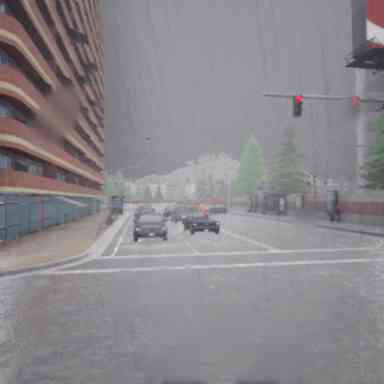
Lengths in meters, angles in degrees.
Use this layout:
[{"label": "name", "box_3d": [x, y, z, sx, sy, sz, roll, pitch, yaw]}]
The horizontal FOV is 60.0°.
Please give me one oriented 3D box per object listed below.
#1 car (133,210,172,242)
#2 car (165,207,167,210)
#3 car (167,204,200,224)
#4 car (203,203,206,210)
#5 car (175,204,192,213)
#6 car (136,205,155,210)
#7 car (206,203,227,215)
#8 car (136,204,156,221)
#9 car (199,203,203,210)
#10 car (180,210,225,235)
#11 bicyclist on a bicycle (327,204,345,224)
[{"label": "car", "box_3d": [-2.469, 2.010, 19.749, 1.812, 1.442, 4.674, 0, -1, -9]}, {"label": "car", "box_3d": [-2.537, 2.500, 43.114, 1.882, 1.535, 5.008, 0, -1, -9]}, {"label": "car", "box_3d": [-0.971, 2.264, 32.875, 2.128, 1.511, 4.902, 0, -1, -9]}, {"label": "car", "box_3d": [2.376, 2.676, 58.203, 2.097, 1.767, 4.553, 0, -1, -9]}, {"label": "car", "box_3d": [-1.612, 2.962, 60.548, 2.033, 1.411, 5.357, 0, -1, -15]}, {"label": "car", "box_3d": [-3.897, 2.200, 28.891, 2.128, 1.511, 4.902, 0, -1, -9]}, {"label": "car", "box_3d": [3.801, 2.579, 49.093, 1.882, 1.535, 5.008, 0, -1, -9]}, {"label": "car", "box_3d": [-5.387, 2.297, 38.569, 2.097, 1.767, 4.553, 0, -1, -9]}, {"label": "car", "box_3d": [-0.092, 2.688, 51.078, 1.837, 1.490, 4.892, 0, -1, -8]}, {"label": "car", "box_3d": [0.577, 2.129, 22.862, 1.895, 1.301, 4.718, 0, -1, -9]}, {"label": "bicyclist on a bicycle", "box_3d": [11.963, 1.833, 27.631, 1.656, 1.620, 0.582, -1, -1, -9]}]
